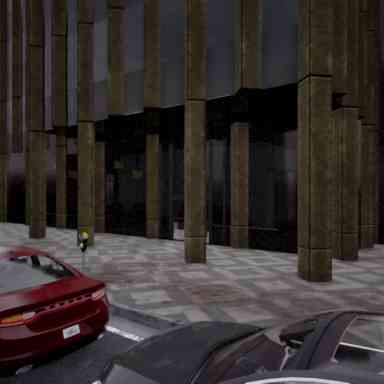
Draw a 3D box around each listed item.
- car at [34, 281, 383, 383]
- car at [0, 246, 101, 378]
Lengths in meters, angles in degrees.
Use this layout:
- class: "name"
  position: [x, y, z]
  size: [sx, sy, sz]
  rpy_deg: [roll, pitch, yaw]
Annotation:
- class: "car"
  position: [1.155, 1.551, 2.139]
  size: [4.403, 1.369, 2.008]
  rpy_deg: [0, 0, 36]
- class: "car"
  position: [-3.264, 1.544, 5.309]
  size: [4.507, 1.381, 1.887]
  rpy_deg: [0, 0, 36]
